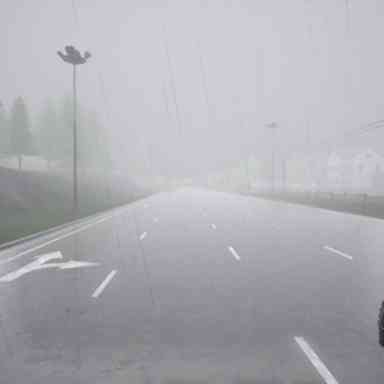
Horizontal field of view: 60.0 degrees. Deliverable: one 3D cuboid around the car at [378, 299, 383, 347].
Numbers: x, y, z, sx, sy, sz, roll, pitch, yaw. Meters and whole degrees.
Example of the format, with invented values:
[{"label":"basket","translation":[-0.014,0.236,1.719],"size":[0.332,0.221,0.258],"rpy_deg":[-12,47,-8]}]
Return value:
[{"label":"car","translation":[3.481,1.300,2.422],"size":[2.097,1.767,4.553],"rpy_deg":[0,1,-1]}]
